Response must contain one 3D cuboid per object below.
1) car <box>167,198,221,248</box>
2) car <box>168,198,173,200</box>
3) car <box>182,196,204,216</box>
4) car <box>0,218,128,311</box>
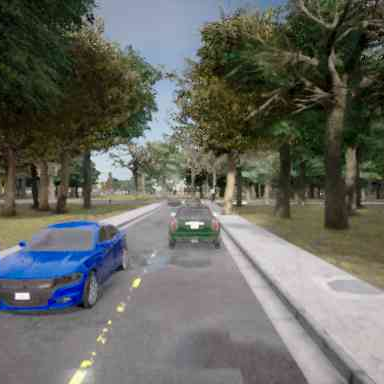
[{"bbox_3d":[0.103,1.349,14.996,2.097,1.767,4.553,0,0,0],"label":"car"},{"bbox_3d":[-2.803,1.568,51.986,1.994,1.385,4.181,0,0,0],"label":"car"},{"bbox_3d":[0.105,1.347,32.986,2.097,1.767,4.553,0,0,0],"label":"car"},{"bbox_3d":[-2.849,1.476,8.088,1.882,1.535,5.008,0,0,0],"label":"car"}]
